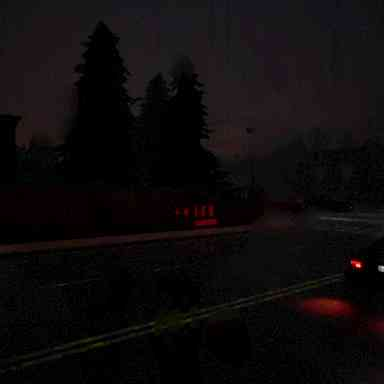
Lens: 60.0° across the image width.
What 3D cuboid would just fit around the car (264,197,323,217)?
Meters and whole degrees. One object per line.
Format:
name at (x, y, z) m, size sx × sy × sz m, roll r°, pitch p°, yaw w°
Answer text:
car at (9.459, 1.491, 31.687) m, size 2.128 × 1.511 × 4.902 m, roll 0°, pitch 0°, yaw -35°

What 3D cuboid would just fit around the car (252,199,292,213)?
car at (9.135, 1.564, 38.225) m, size 1.994 × 1.385 × 4.181 m, roll 0°, pitch 0°, yaw -35°

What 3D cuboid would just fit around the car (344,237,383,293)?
car at (5.788, 1.547, 7.900) m, size 5.357 × 1.411 × 2.033 m, roll 0°, pitch 0°, yaw -35°

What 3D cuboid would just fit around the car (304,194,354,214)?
car at (14.717, 1.222, 36.384) m, size 2.150 × 2.045 × 5.566 m, roll 0°, pitch 0°, yaw -35°
